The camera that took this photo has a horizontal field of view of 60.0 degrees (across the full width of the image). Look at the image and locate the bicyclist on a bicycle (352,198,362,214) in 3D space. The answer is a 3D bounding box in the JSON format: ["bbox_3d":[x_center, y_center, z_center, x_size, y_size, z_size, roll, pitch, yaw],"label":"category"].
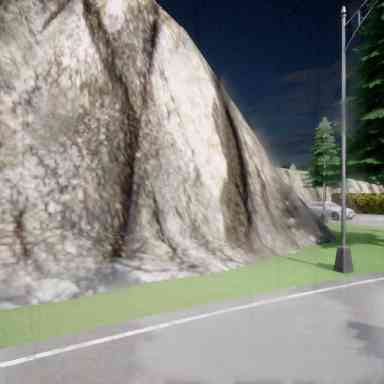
[{"bbox_3d":[16.507,1.460,33.367,1.656,1.620,0.582,0,0,-28],"label":"bicyclist on a bicycle"}]

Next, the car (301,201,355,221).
[{"bbox_3d":[11.332,1.531,27.988,1.812,1.442,4.674,0,0,-28],"label":"car"}]
